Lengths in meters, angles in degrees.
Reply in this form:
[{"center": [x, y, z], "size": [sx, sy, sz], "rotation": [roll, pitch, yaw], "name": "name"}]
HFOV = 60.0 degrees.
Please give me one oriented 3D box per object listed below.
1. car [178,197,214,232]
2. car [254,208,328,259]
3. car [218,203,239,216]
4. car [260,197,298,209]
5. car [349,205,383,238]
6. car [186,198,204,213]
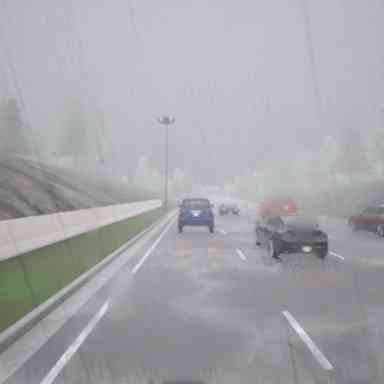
[{"center": [0.250, 1.357, 21.383], "size": [2.150, 2.045, 5.566], "rotation": [0, 0, 0], "name": "car"}, {"center": [3.697, 1.596, 13.078], "size": [1.837, 1.490, 4.892], "rotation": [0, 0, 0], "name": "car"}, {"center": [3.853, 1.831, 35.649], "size": [1.895, 1.301, 4.718], "rotation": [0, 0, 0], "name": "car"}, {"center": [7.299, 1.415, 28.300], "size": [2.150, 2.045, 5.566], "rotation": [0, 0, 0], "name": "car"}, {"center": [10.733, 1.496, 18.757], "size": [2.097, 1.767, 4.553], "rotation": [0, 0, 0], "name": "car"}, {"center": [0.397, 1.606, 41.037], "size": [2.097, 1.767, 4.553], "rotation": [0, 0, 1], "name": "car"}]
